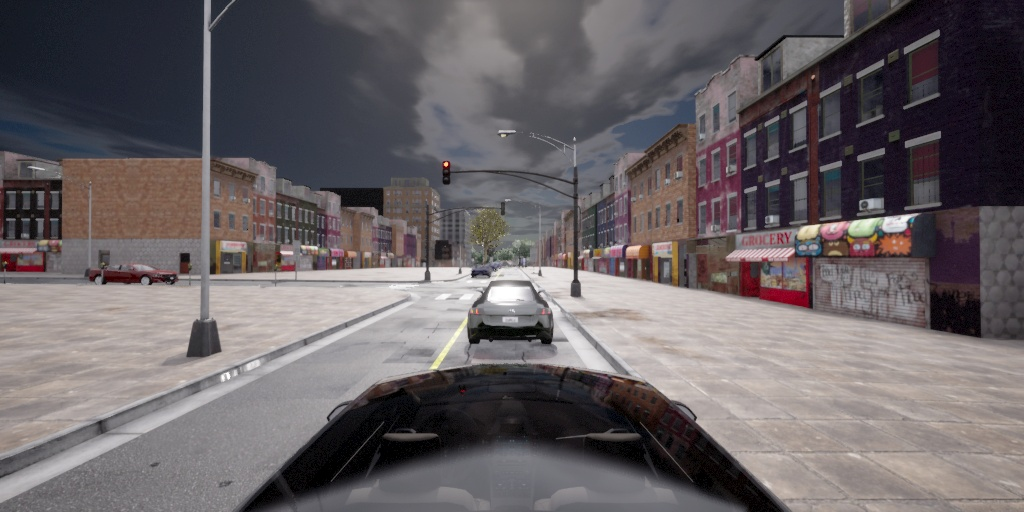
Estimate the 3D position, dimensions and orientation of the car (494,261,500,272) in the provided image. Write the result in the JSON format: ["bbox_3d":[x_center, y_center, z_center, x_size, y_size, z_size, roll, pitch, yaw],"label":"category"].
[{"bbox_3d":[-3.130,1.677,52.584,1.895,1.301,4.718,0,-1,0],"label":"car"}]

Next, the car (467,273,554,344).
[{"bbox_3d":[-0.036,1.325,9.612,1.994,1.385,4.181,0,0,0],"label":"car"}]

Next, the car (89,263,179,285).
[{"bbox_3d":[-23.352,1.118,22.232,4.507,1.381,1.888,0,0,0],"label":"car"}]

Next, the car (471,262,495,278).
[{"bbox_3d":[-3.036,1.525,36.088,1.895,1.301,4.718,0,-1,0],"label":"car"}]
